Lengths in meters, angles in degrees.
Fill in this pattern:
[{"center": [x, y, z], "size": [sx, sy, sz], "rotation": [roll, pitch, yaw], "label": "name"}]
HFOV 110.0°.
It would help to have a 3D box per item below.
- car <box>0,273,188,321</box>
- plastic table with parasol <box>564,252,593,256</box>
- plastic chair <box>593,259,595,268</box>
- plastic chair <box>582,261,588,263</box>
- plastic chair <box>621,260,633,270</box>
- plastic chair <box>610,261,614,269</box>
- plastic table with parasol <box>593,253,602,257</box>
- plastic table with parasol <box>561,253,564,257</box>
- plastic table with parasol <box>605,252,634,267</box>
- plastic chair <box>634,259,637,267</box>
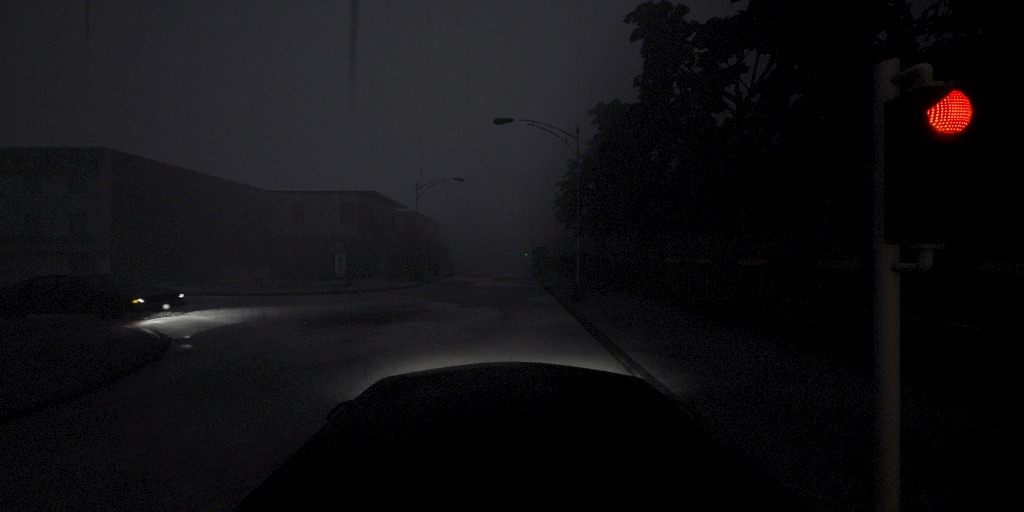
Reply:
[{"center": [-14.173, 1.297, 11.938], "size": [5.357, 1.411, 2.033], "rotation": [0, 0, 0], "label": "car"}, {"center": [10.007, 0.684, 53.933], "size": [2.482, 2.480, 2.482], "rotation": [0, 0, -40], "label": "plastic table with parasol"}, {"center": [13.755, 1.304, 58.518], "size": [0.730, 1.272, 0.750], "rotation": [0, 0, -35], "label": "plastic chair"}, {"center": [10.738, 1.310, 52.936], "size": [0.750, 1.272, 0.730], "rotation": [0, 0, -40], "label": "plastic chair"}, {"center": [16.056, 1.296, 50.192], "size": [0.750, 1.272, 0.730], "rotation": [0, 0, -40], "label": "plastic chair"}, {"center": [14.350, 1.306, 50.290], "size": [0.730, 1.272, 0.750], "rotation": [0, 0, -35], "label": "plastic chair"}, {"center": [14.707, 0.673, 59.405], "size": [2.482, 2.480, 2.482], "rotation": [0, 0, -42], "label": "plastic table with parasol"}, {"center": [10.723, 0.705, 62.374], "size": [2.482, 2.480, 2.482], "rotation": [0, 0, -40], "label": "plastic table with parasol"}, {"center": [15.324, 0.694, 51.191], "size": [2.482, 2.480, 2.482], "rotation": [0, 0, -40], "label": "plastic table with parasol"}, {"center": [18.680, 1.161, 54.638], "size": [0.750, 1.272, 0.730], "rotation": [0, 0, -39], "label": "plastic chair"}]
